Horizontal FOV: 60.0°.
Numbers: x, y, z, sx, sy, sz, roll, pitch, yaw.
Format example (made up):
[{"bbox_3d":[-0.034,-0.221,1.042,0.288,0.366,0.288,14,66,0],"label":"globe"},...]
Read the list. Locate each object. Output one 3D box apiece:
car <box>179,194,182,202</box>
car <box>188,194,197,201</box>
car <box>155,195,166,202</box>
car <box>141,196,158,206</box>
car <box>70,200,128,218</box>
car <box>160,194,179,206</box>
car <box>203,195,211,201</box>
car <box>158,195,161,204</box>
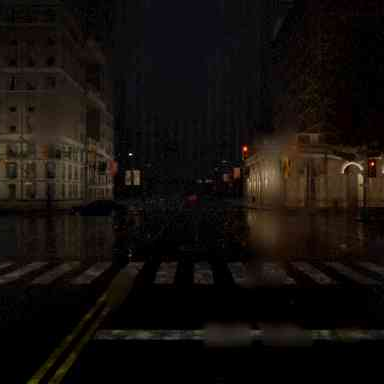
[{"bbox_3d":[-3.534,1.547,64.503,2.033,1.411,5.357,0,0,2],"label":"car"},{"bbox_3d":[0.133,1.279,78.610,2.097,1.767,4.553,0,0,1],"label":"car"},{"bbox_3d":[-6.913,1.500,73.914,1.837,1.490,4.892,0,0,1],"label":"car"},{"bbox_3d":[-7.085,1.505,54.279,1.837,1.490,4.892,0,0,0],"label":"car"},{"bbox_3d":[-8.198,1.477,29.490,5.008,1.535,1.882,0,0,0],"label":"car"},{"bbox_3d":[-3.584,1.505,54.260,1.837,1.490,4.892,0,0,1],"label":"car"},{"bbox_3d":[3.633,1.464,78.607,2.033,1.411,5.357,0,0,1],"label":"car"},{"bbox_3d":[-7.049,1.564,63.785,1.994,1.385,4.181,0,0,2],"label":"car"}]
